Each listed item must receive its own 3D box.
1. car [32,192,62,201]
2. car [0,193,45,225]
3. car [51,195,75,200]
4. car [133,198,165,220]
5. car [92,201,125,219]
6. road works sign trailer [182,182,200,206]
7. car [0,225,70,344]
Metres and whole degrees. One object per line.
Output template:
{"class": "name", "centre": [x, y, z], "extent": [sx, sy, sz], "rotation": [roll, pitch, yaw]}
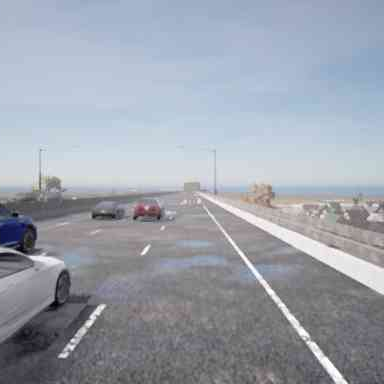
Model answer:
{"class": "car", "centre": [-21.050, 1.018, 49.548], "extent": [2.150, 2.045, 5.566], "rotation": [0, 0, 1]}
{"class": "car", "centre": [-6.898, 1.184, 10.148], "extent": [2.150, 2.045, 5.566], "rotation": [0, 0, 0]}
{"class": "car", "centre": [-17.563, 1.411, 46.848], "extent": [1.895, 1.301, 4.718], "rotation": [0, 0, 0]}
{"class": "car", "centre": [-3.397, 1.248, 27.039], "extent": [2.097, 1.767, 4.553], "rotation": [0, 0, 0]}
{"class": "car", "centre": [-6.897, 1.457, 27.790], "extent": [1.994, 1.385, 4.181], "rotation": [0, 0, 0]}
{"class": "road works sign trailer", "centre": [0.005, 0.259, 50.454], "extent": [2.380, 3.560, 2.880], "rotation": [0, 0, 0]}
{"class": "car", "centre": [-3.400, 1.508, 4.920], "extent": [1.812, 1.442, 4.674], "rotation": [0, 0, 0]}
